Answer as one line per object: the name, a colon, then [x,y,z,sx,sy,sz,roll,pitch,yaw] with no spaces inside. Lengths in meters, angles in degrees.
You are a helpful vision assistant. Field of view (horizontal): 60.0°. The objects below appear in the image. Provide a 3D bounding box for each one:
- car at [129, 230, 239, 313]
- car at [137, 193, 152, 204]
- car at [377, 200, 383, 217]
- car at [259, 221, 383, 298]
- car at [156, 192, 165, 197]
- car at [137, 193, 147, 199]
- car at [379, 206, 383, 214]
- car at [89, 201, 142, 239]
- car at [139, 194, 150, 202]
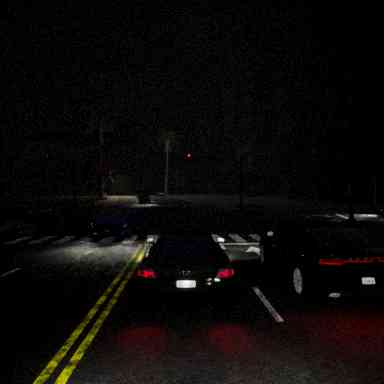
car: [-0.149,1.563,7.774,1.994,1.385,4.181,0,0,-1]
car: [-7.682,1.159,53.997,1.837,1.490,4.892,0,1,-8]
car: [19.289,1.490,29.999,4.181,1.385,1.994,0,0,13]
car: [3.128,1.476,8.571,1.882,1.535,5.008,0,0,-3]
car: [-8.909,0.664,93.963,2.128,1.511,4.902,0,1,-14]
car: [-11.445,0.925,75.893,1.994,1.385,4.181,0,1,-11]
car: [18.338,1.417,26.878,5.008,1.535,1.882,0,0,12]
car: [-3.953,1.474,17.429,1.882,1.535,5.008,0,0,-3]
car: [-9.277,1.087,64.236,1.994,1.385,4.181,0,1,-10]
